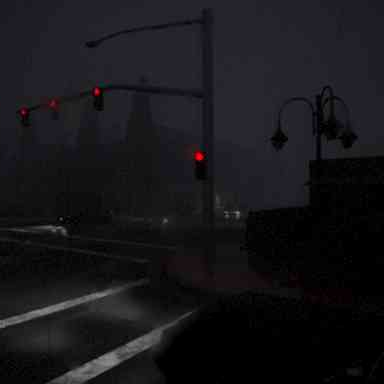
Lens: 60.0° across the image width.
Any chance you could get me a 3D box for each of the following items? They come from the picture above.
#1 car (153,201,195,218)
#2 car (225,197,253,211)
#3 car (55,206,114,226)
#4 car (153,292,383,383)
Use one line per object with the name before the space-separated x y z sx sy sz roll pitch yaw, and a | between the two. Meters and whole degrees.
car | -1.756 1.627 32.858 1.882 1.535 5.008 -1 0 37
car | 6.169 1.499 43.371 2.097 1.767 4.553 -1 0 37
car | -7.899 1.714 24.696 1.994 1.385 4.181 -1 0 37
car | 1.899 1.601 2.754 4.718 1.301 1.895 -1 0 39
